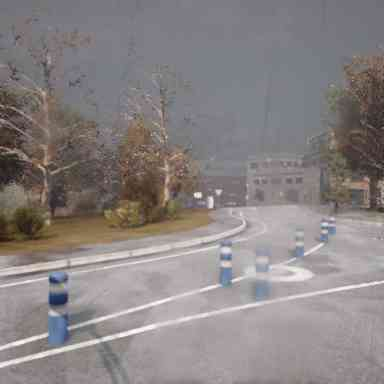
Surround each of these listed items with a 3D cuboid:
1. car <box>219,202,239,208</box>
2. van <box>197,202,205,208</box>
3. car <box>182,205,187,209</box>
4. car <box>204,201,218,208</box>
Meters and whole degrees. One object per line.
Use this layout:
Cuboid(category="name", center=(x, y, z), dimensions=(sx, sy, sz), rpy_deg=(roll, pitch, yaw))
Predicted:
Cuboid(category="car", center=(8.946, 3.069, 76.526), dimensions=(2.002, 1.452, 4.674), rpy_deg=(2, -5, -33))
Cuboid(category="van", center=(2.888, 3.465, 85.832), dimensions=(1.878, 1.987, 4.442), rpy_deg=(0, -4, -33))
Cuboid(category="car", center=(-3.044, 4.381, 94.971), dimensions=(2.002, 1.452, 4.674), rpy_deg=(0, -4, -33))
Cuboid(category="car", center=(5.945, 3.386, 81.119), dimensions=(2.163, 1.488, 4.792), rpy_deg=(0, -4, -33))
